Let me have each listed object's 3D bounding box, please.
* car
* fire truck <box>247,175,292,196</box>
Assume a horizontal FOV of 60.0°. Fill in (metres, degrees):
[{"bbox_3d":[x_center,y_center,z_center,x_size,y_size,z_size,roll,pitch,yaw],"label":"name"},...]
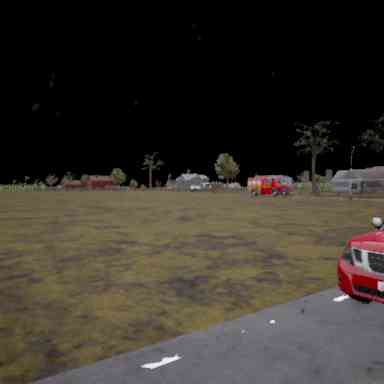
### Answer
[{"bbox_3d":[5.340,1.115,6.828,5.566,2.045,2.150,-1,1,-35],"label":"car"},{"bbox_3d":[14.152,-1.156,61.036,2.891,3.827,8.468,1,1,-35],"label":"fire truck"}]
